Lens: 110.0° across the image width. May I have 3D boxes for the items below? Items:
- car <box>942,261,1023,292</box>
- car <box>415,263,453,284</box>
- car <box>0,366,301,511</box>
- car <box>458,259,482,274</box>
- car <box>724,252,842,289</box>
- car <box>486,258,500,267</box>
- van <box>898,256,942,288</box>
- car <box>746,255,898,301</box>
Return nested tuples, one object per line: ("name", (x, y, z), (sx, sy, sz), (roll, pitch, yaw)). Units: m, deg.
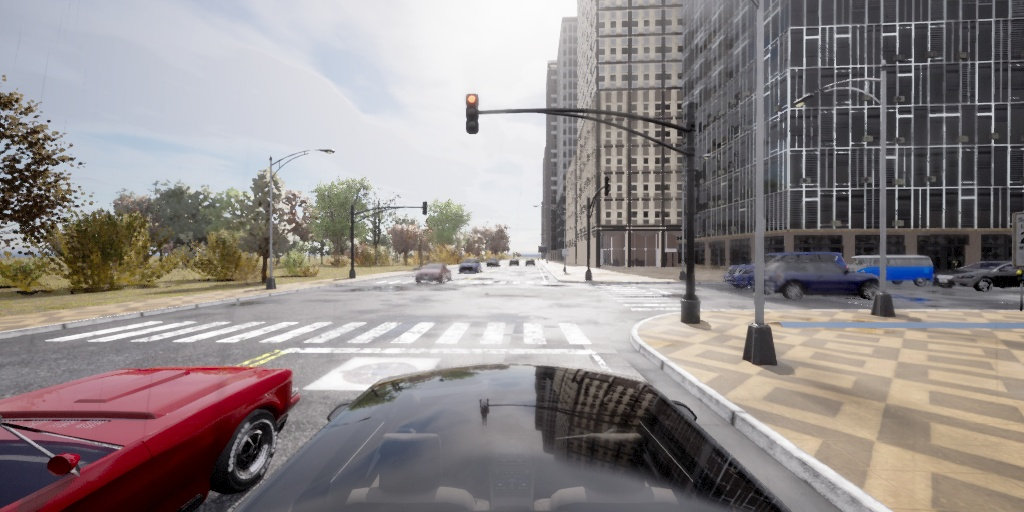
("car", (24.583, 0.996, 18.226), (4.902, 1.511, 2.128), (0, 0, 4))
("car", (-5.711, 1.262, 26.738), (1.812, 1.442, 4.674), (0, 0, 3))
("car", (-3.117, 1.351, 1.574), (1.895, 1.301, 4.718), (0, 0, 0))
("car", (-4.809, 1.096, 41.625), (2.097, 1.767, 4.553), (0, 0, 3))
("car", (14.382, 0.810, 18.926), (5.566, 2.045, 2.150), (0, 0, 4))
("car", (-3.403, 1.106, 64.151), (2.097, 1.767, 4.553), (0, 0, 4))
("van", (22.094, 0.856, 21.119), (3.998, 1.789, 1.690), (0, 0, 4))
("car", (13.456, 0.958, 15.838), (4.553, 1.767, 2.097), (0, 0, 5))
